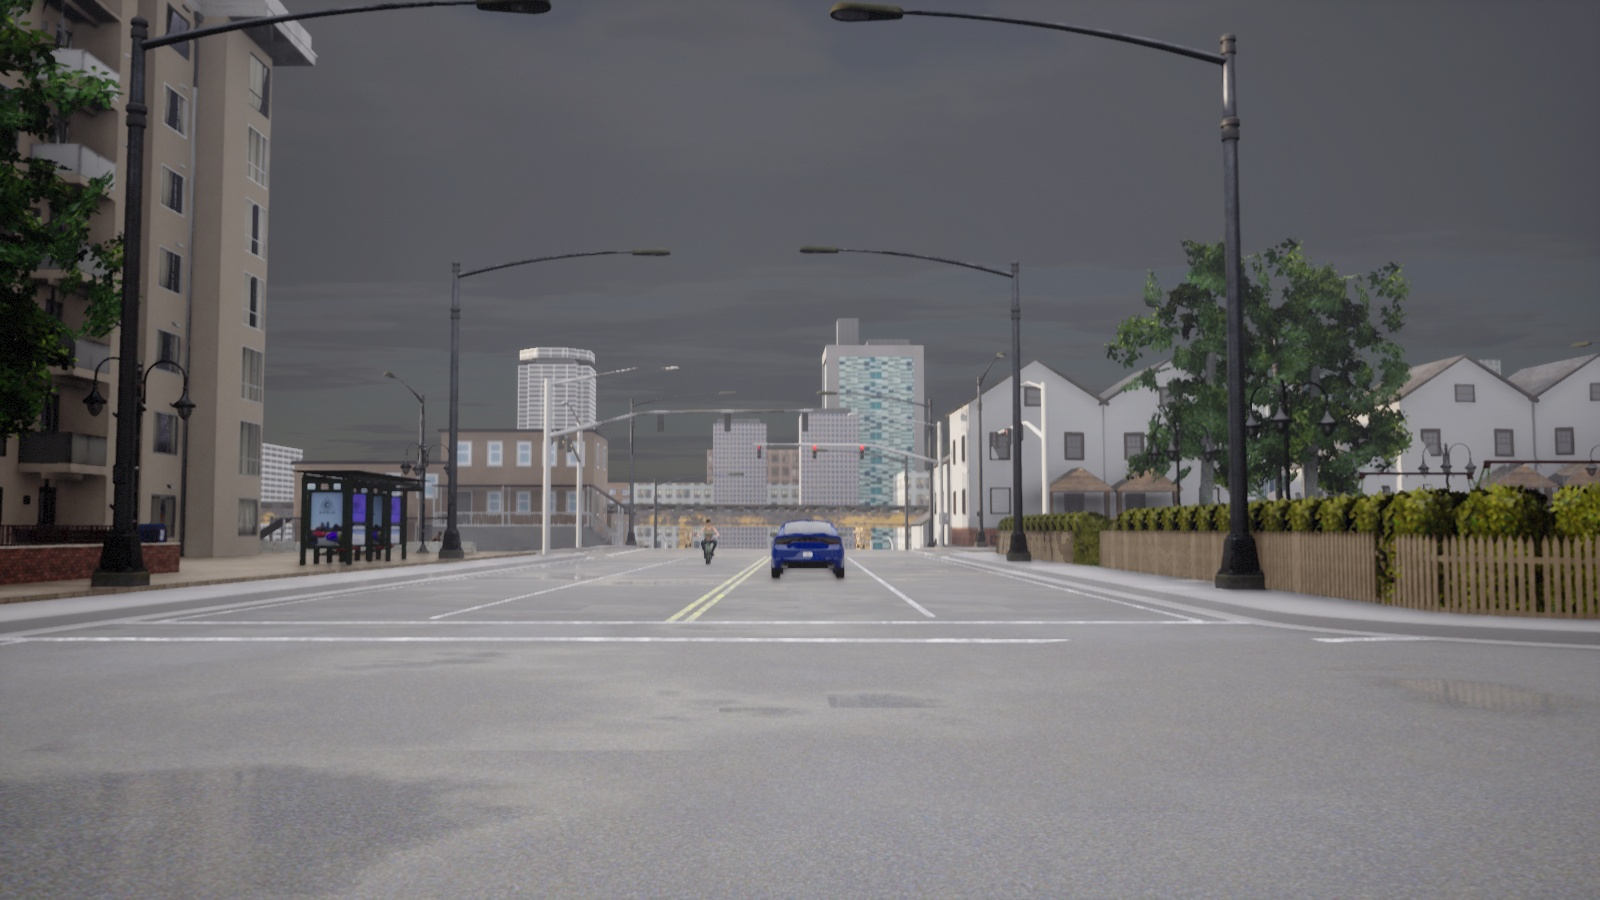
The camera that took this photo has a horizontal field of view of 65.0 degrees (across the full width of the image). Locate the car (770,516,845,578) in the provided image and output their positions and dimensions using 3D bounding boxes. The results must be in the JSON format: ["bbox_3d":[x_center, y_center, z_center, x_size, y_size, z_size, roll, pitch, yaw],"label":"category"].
[{"bbox_3d":[0.211,2.577,33.846,1.882,1.535,5.008,0,-4,0],"label":"car"}]
